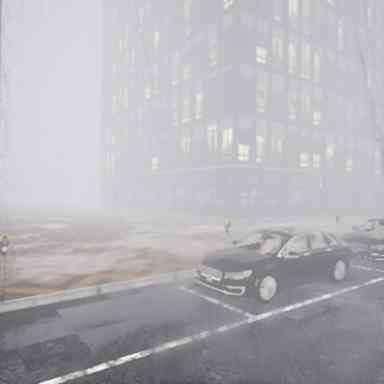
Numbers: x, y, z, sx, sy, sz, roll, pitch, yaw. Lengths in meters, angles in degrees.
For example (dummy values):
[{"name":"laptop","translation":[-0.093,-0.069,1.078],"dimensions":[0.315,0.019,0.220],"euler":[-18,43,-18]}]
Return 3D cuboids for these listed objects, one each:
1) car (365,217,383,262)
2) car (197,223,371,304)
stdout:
[{"name":"car","translation":[6.747,1.546,11.350],"dimensions":[4.403,1.369,2.008],"euler":[0,1,-35]},{"name":"car","translation":[2.140,1.549,8.068],"dimensions":[4.403,1.369,2.008],"euler":[0,1,-35]}]
